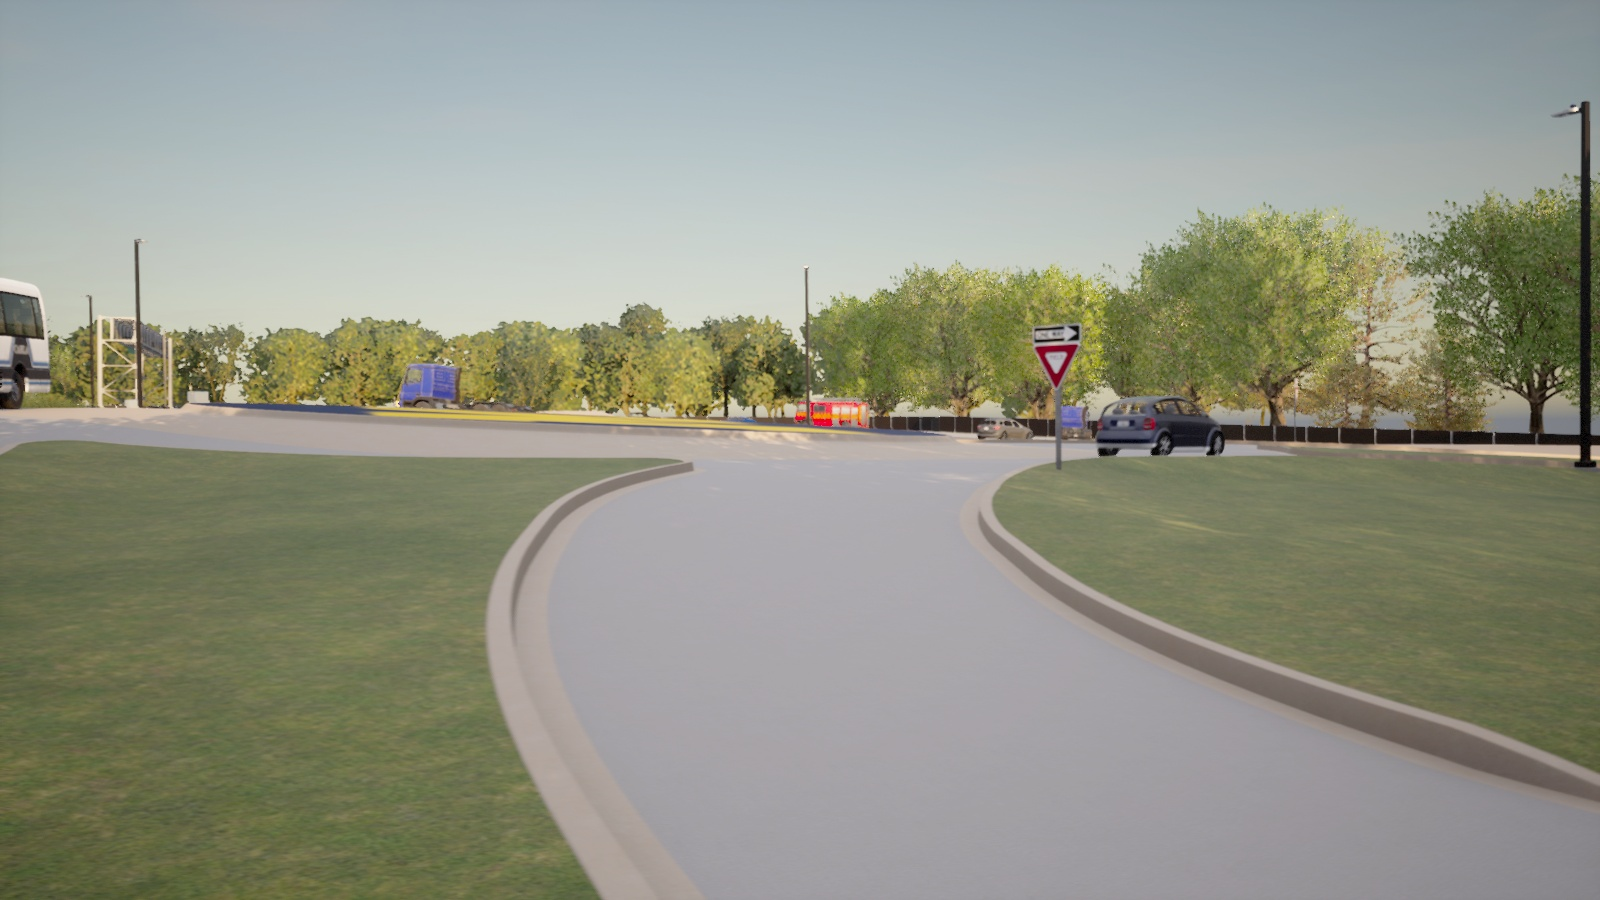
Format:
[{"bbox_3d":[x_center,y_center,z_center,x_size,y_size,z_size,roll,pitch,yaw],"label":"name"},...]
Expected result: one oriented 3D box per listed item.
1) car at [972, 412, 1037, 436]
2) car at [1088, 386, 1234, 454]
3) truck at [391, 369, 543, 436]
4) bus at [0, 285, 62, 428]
[{"bbox_3d":[14.833,-1.855,90.833,4.611,1.667,2.242,0,1,-43],"label":"car"},{"bbox_3d":[8.853,-0.722,30.681,3.705,1.549,1.789,-2,1,-44],"label":"car"},{"bbox_3d":[-19.006,-2.727,71.713,7.936,3.462,2.891,2,-2,19],"label":"truck"},{"bbox_3d":[-25.631,-2.693,36.697,3.944,4.253,10.273,-2,3,-13],"label":"bus"}]
